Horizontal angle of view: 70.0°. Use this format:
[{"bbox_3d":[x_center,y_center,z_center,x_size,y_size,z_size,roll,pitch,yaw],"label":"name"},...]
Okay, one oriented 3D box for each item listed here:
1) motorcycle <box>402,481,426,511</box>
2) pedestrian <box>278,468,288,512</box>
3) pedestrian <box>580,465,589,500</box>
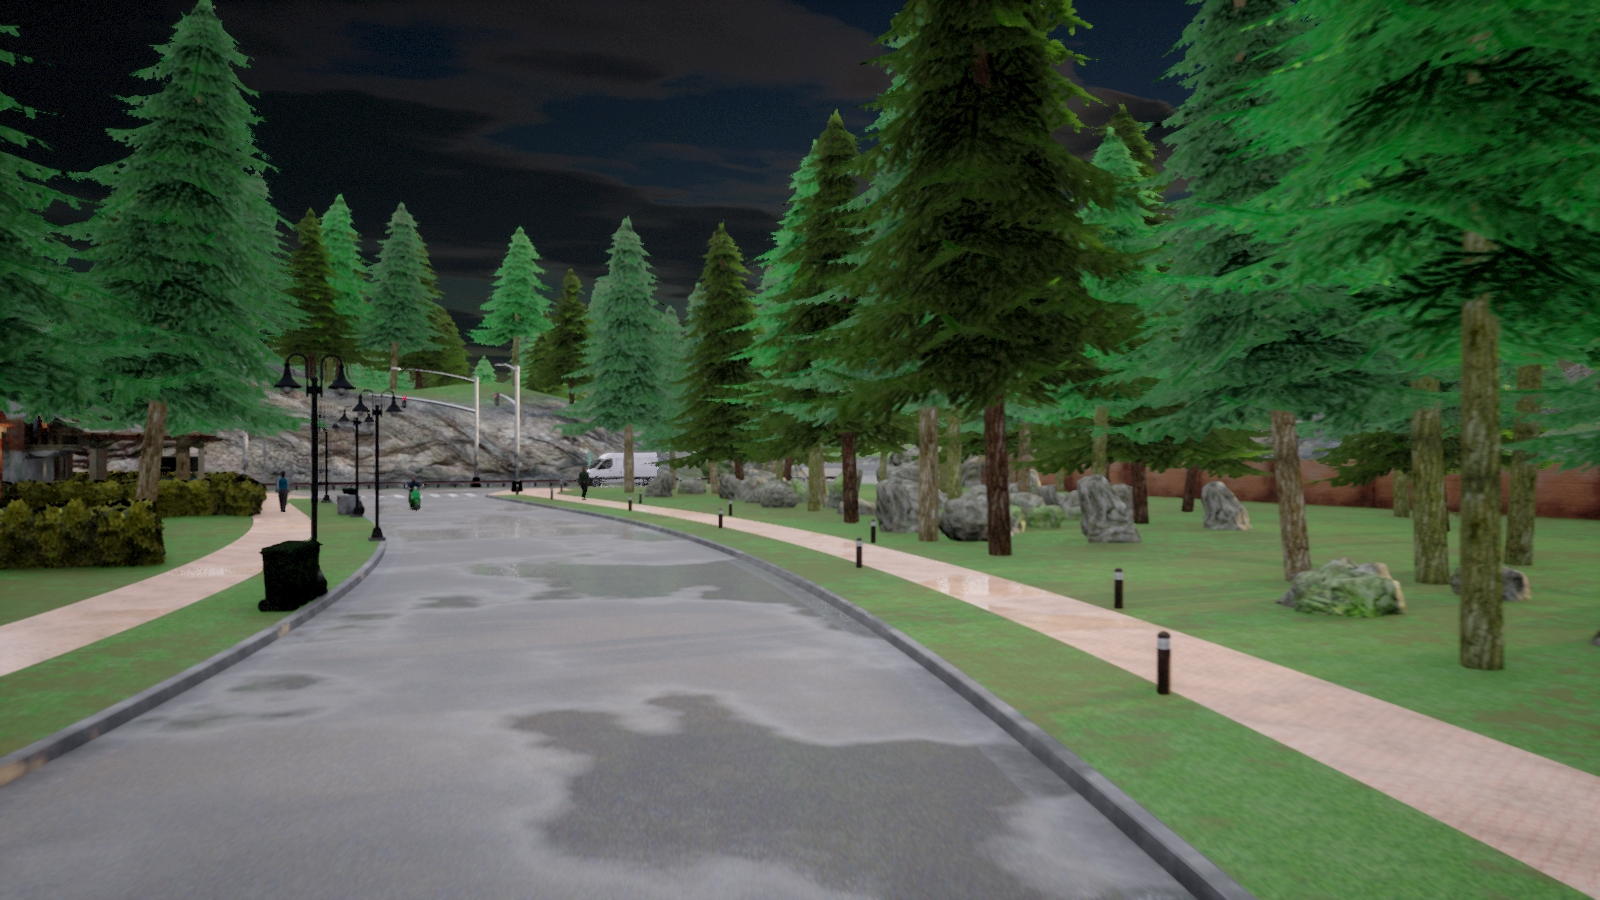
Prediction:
[{"bbox_3d":[-17.990,2.141,53.238,0.856,1.334,1.805,0,0,-26],"label":"motorcycle"},{"bbox_3d":[-22.103,1.704,48.836,0.375,1.860,0.375,0,0,-29],"label":"pedestrian"},{"bbox_3d":[-11.436,1.712,60.535,0.375,1.860,0.375,0,0,-31],"label":"pedestrian"}]
